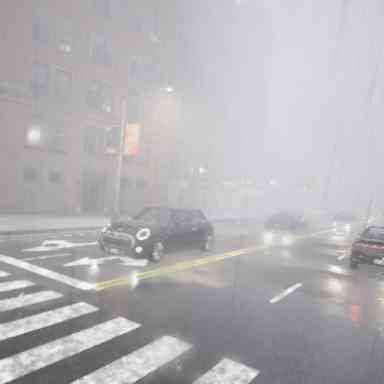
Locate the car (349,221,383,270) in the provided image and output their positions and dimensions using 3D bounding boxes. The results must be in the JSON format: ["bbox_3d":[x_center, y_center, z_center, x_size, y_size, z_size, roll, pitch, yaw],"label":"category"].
[{"bbox_3d":[7.117,2.029,12.194,2.128,1.511,4.902,4,0,34],"label":"car"}]

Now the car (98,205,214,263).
[{"bbox_3d":[-1.054,1.272,11.836,2.097,1.767,4.553,4,0,34],"label":"car"}]

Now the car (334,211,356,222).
[{"bbox_3d":[18.978,3.030,41.298,1.895,1.301,4.718,4,0,34],"label":"car"}]

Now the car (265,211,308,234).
[{"bbox_3d":[6.686,2.068,23.309,1.994,1.385,4.181,4,0,34],"label":"car"}]
